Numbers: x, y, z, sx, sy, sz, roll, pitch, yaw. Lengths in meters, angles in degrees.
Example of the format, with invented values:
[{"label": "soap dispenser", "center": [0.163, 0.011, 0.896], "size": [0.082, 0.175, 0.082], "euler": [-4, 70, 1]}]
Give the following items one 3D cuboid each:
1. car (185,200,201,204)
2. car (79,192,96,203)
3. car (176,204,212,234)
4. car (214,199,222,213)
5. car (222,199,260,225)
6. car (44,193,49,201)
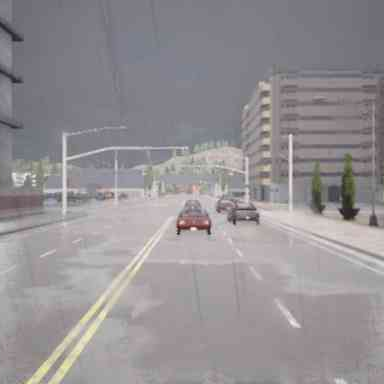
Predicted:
[{"label": "car", "center": [0.091, 1.502, 34.052], "size": [2.033, 1.411, 5.357], "euler": [0, 1, 0]}, {"label": "car", "center": [-26.717, 1.316, 85.356], "size": [1.970, 1.475, 3.806], "euler": [0, 0, 0]}, {"label": "car", "center": [0.098, 1.583, 19.067], "size": [1.895, 1.301, 4.718], "euler": [0, 0, 0]}, {"label": "car", "center": [3.595, 1.461, 36.446], "size": [1.812, 1.442, 4.674], "euler": [0, 0, 0]}, {"label": "car", "center": [3.598, 1.470, 23.854], "size": [2.128, 1.511, 4.902], "euler": [0, 0, 0]}, {"label": "car", "center": [-32.537, 1.330, 70.274], "size": [1.970, 1.475, 3.806], "euler": [0, 0, 0]}]
